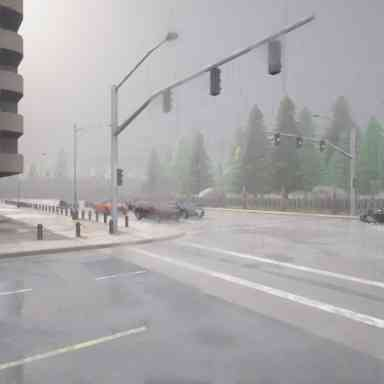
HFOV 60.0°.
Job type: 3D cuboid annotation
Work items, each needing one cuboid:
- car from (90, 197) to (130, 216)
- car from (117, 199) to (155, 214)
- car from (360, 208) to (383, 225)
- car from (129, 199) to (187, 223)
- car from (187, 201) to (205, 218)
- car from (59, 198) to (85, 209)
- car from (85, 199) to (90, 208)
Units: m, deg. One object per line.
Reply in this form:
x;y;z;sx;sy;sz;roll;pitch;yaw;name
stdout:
-8.287;1.407;33.974;2.097;1.767;4.553;0;0;-36;car
-6.353;1.547;37.252;2.128;1.511;4.902;0;0;-36;car
13.798;1.532;22.113;2.128;1.511;4.902;0;0;-36;car
-2.817;1.533;26.581;1.882;1.535;5.008;0;0;-36;car
-0.834;1.546;29.787;2.128;1.511;4.902;0;0;-36;car
-16.837;1.545;45.567;2.128;1.511;4.902;0;0;-36;car
-13.765;1.603;47.292;2.033;1.411;5.357;0;0;-36;car
